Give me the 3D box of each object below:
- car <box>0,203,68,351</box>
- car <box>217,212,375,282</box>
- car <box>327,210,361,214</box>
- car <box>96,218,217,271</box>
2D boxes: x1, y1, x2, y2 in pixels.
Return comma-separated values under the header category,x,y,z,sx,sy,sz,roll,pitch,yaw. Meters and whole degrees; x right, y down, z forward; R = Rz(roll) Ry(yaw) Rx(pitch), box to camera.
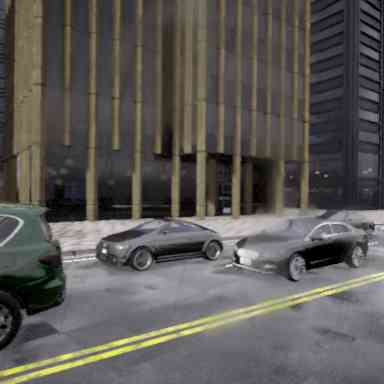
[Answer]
category,x,y,z,sx,sy,sz,roll,pitch,yaw
car,-4.611,1.178,4.420,5.566,2.045,2.150,1,0,-35
car,3.400,1.558,10.050,4.902,1.511,2.128,1,0,-35
car,7.454,1.661,16.862,4.674,1.442,1.812,1,0,-35
car,-0.958,1.583,10.959,4.181,1.385,1.994,1,0,-36
